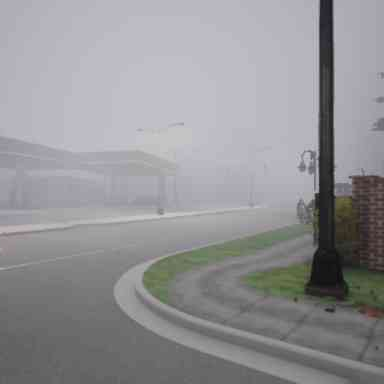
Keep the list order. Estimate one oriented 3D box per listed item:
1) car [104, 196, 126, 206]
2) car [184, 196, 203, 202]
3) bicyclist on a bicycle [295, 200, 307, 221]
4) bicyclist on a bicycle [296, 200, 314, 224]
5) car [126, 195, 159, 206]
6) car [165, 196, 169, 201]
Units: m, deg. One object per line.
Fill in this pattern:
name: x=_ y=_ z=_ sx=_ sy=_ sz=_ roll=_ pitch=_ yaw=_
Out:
car: x=-12.667 y=1.487 z=55.417 sx=1.970 sy=1.475 sz=3.806 roll=0 pitch=0 yaw=36
car: x=0.234 y=1.555 z=76.203 sx=4.674 sy=1.442 sz=1.812 roll=0 pitch=0 yaw=34
bicyclist on a bicycle: x=8.889 y=1.458 z=27.140 sx=0.582 sy=1.620 sz=1.656 roll=0 pitch=0 yaw=4
bicyclist on a bicycle: x=7.982 y=1.304 z=21.974 sx=1.656 sy=1.620 sz=0.582 roll=0 pitch=0 yaw=31
car: x=-7.537 y=1.321 z=52.722 sx=2.242 sy=1.667 sz=4.611 roll=0 pitch=0 yaw=36
car: x=-8.004 y=1.539 z=81.830 sx=4.892 sy=1.490 sz=1.837 roll=0 pitch=0 yaw=34
